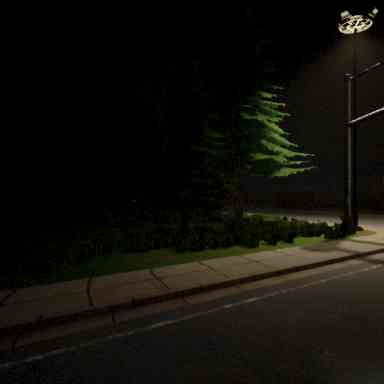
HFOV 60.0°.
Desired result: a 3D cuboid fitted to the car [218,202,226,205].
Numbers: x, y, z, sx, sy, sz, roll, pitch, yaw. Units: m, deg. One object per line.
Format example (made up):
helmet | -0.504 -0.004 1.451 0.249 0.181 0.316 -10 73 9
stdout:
car | 2.046 1.512 38.448 2.128 1.511 4.902 0 0 -35
